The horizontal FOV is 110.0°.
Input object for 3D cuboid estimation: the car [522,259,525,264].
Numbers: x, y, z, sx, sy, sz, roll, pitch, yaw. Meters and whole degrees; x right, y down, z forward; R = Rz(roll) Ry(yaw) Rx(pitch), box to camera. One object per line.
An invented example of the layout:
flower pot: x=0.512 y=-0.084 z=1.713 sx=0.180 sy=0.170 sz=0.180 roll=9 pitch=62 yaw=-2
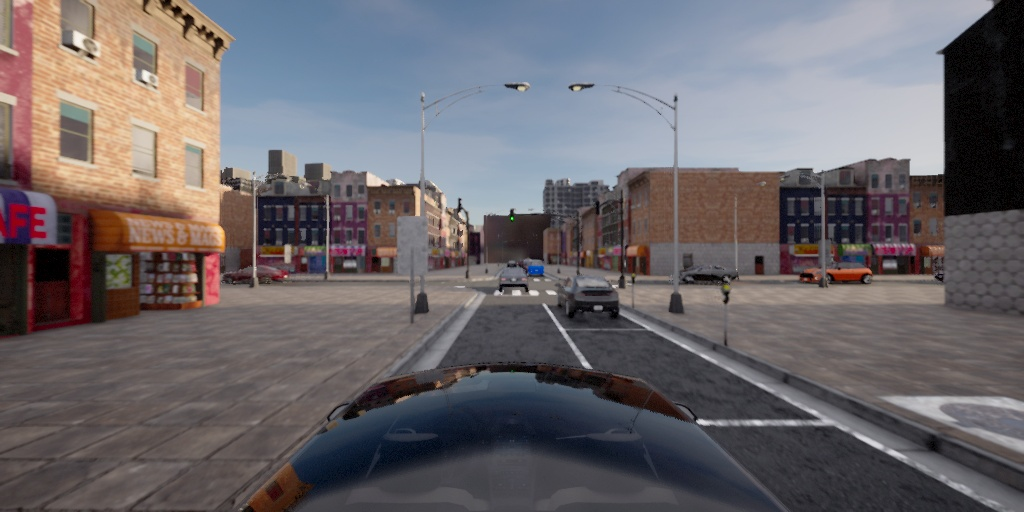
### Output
car: x=2.641 y=1.463 z=45.613 sx=1.967 sy=1.591 sz=4.097 roll=0 pitch=0 yaw=0

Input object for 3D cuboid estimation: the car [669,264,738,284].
car: x=14.987 y=1.402 z=28.185 sx=4.902 sy=1.511 sz=2.128 roll=0 pitch=0 yaw=0

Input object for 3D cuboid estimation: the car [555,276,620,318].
car: x=2.639 y=1.365 z=13.136 sx=2.007 sy=1.370 sz=4.403 roll=0 pitch=0 yaw=0

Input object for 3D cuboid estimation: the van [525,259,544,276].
van: x=2.640 y=1.327 z=40.138 sx=1.690 sy=1.789 sz=3.998 roll=0 pitch=0 yaw=0

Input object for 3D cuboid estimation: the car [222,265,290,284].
car: x=-20.215 y=1.459 z=28.399 sx=4.674 sy=1.442 sz=1.812 roll=0 pitch=0 yaw=0

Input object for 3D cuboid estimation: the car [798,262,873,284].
car: x=25.269 y=1.260 z=28.136 sx=4.553 sy=1.767 sz=2.097 roll=0 pitch=0 yaw=1

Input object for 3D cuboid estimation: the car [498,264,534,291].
car: x=0.101 y=1.433 z=23.049 sx=2.033 sy=1.411 sz=5.357 roll=0 pitch=-1 yaw=0

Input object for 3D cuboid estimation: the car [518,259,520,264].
car: x=2.641 y=1.452 z=62.035 sx=2.192 sy=1.841 sz=5.009 roll=0 pitch=0 yaw=0

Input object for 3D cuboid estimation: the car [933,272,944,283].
car: x=36.269 y=1.508 z=28.071 sx=4.718 sy=1.301 sz=1.895 roll=0 pitch=0 yaw=0
